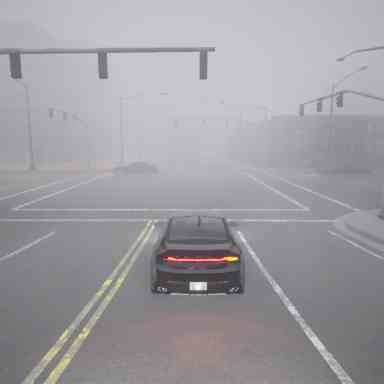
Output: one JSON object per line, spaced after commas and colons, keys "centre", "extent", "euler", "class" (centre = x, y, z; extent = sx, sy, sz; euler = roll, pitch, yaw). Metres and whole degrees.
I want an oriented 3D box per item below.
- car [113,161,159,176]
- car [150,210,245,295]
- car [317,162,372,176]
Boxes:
{"centre": [-6.022, -2.523, 35.741], "extent": [4.892, 1.490, 1.837], "euler": [0, 8, 0], "class": "car"}
{"centre": [0.114, 1.198, 8.097], "extent": [1.837, 1.490, 4.892], "euler": [0, 4, 0], "class": "car"}
{"centre": [16.282, -2.471, 35.603], "extent": [5.357, 1.411, 2.033], "euler": [0, 8, 0], "class": "car"}
